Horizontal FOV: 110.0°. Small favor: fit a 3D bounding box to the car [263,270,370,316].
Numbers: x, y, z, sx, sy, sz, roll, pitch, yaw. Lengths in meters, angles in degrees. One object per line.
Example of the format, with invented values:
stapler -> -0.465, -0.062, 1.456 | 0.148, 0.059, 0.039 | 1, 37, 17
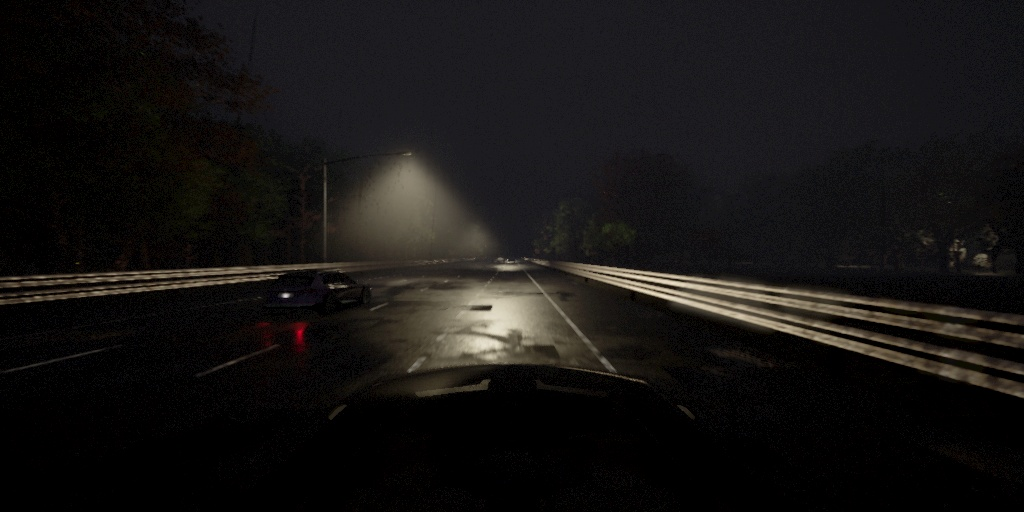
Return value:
car -> -7.000, 1.318, 13.345 | 2.033, 1.649, 4.856 | 0, -1, 0
